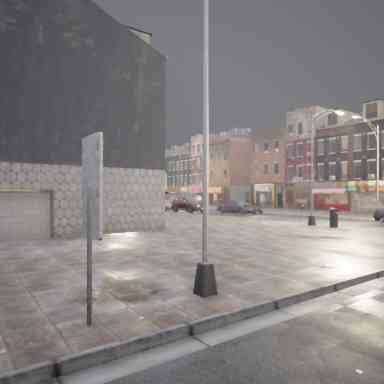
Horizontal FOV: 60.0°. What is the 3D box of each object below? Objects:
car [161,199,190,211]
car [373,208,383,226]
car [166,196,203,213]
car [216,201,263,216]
[{"bbox_3d":[-2.264,1.656,44.266,1.812,1.442,4.674,0,0,-34],"label":"car"},{"bbox_3d":[14.196,1.522,21.102,2.128,1.511,4.902,0,0,-35],"label":"car"},{"bbox_3d":[-0.400,1.411,37.223,2.192,1.841,5.009,0,0,-35],"label":"car"},{"bbox_3d":[4.784,1.633,34.324,2.033,1.411,5.357,0,0,-36],"label":"car"}]
